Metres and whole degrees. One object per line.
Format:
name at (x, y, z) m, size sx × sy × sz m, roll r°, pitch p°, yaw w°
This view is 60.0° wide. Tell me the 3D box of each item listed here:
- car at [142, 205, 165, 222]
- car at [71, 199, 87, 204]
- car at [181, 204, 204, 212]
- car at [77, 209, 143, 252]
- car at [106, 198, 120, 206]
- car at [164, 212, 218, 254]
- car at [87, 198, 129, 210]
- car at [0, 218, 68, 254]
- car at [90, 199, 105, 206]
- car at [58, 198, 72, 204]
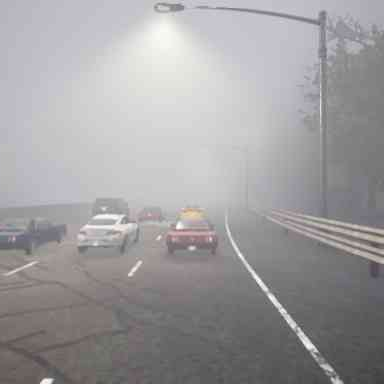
car at (-3.479, 1.853, 29.294) m, size 1.994 × 1.385 × 4.181 m, roll 0°, pitch -1°, yaw 0°
car at (-24.461, 2.276, 73.931) m, size 1.837 × 1.490 × 4.892 m, roll 0°, pitch -1°, yaw 0°
car at (0.022, 1.769, 29.480) m, size 1.882 × 1.535 × 5.008 m, roll 0°, pitch 0°, yaw 0°
car at (-3.486, 1.665, 14.388) m, size 1.812 × 1.442 × 4.674 m, roll 0°, pitch 0°, yaw 0°
car at (-17.460, 2.132, 73.959) m, size 2.097 × 1.767 × 4.553 m, roll 0°, pitch -1°, yaw 0°
car at (0.010, 1.737, 14.112) m, size 1.895 × 1.301 × 4.718 m, roll 0°, pitch -1°, yaw 0°
car at (-6.983, 1.503, 29.018) m, size 2.150 × 2.045 × 5.566 m, roll 0°, pitch 0°, yaw 0°
car at (-6.991, 1.737, 14.112) m, size 1.895 × 1.301 × 4.718 m, roll 0°, pitch -1°, yaw 0°
car at (-20.961, 2.300, 73.929) m, size 1.812 × 1.442 × 4.674 m, roll 0°, pitch -1°, yaw 0°
car at (-27.960, 2.131, 73.965) m, size 2.097 × 1.767 × 4.553 m, roll 0°, pitch -1°, yaw 0°
